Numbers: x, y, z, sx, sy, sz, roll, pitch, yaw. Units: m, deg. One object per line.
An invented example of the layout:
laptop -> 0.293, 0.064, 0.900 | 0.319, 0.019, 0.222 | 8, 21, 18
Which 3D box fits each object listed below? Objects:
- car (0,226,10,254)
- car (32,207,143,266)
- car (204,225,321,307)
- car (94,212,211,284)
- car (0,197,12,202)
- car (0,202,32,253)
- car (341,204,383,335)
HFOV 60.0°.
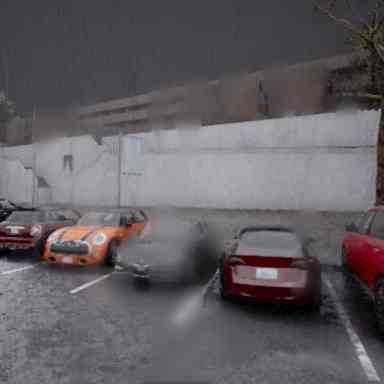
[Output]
car -> -6.952, 1.559, 8.290 | 5.357, 1.411, 2.033 | 0, 0, 36
car -> -2.935, 1.371, 11.610 | 2.185, 1.767, 4.553 | 0, -1, 15
car -> 1.943, 1.518, 8.126 | 2.163, 1.488, 4.792 | 0, -1, 15
car -> -0.498, 1.493, 9.843 | 2.231, 1.521, 4.892 | 0, -1, 15
car -> -10.280, 1.272, 16.833 | 2.435, 2.045, 5.566 | 0, -1, 15
car -> -5.403, 1.376, 13.291 | 2.185, 1.767, 4.553 | 0, -1, 15
car -> 4.391, 1.236, 6.386 | 2.435, 2.045, 5.566 | 0, -1, 15
